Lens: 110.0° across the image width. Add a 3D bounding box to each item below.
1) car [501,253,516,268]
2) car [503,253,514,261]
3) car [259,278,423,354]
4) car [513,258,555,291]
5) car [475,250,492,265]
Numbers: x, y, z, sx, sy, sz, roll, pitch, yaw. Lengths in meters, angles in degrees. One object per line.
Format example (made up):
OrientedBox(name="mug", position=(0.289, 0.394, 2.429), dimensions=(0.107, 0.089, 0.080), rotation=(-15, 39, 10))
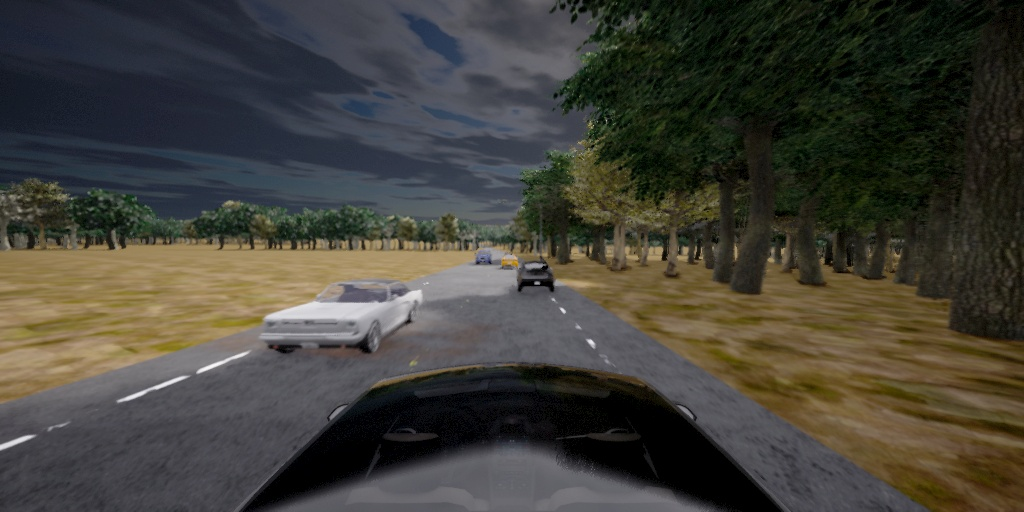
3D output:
OrientedBox(name="car", position=(-0.266, 0.599, 42.590), dimensions=(1.882, 1.535, 5.008), rotation=(0, 1, 0))
OrientedBox(name="car", position=(-0.645, 0.193, 65.224), dimensions=(1.837, 1.490, 4.892), rotation=(0, 1, -1))
OrientedBox(name="car", position=(-3.609, 1.253, 8.583), dimensions=(1.895, 1.301, 4.718), rotation=(0, 1, 0))
OrientedBox(name="car", position=(1.169, 0.999, 19.221), dimensions=(1.837, 1.490, 4.892), rotation=(0, 1, 0))
OrientedBox(name="car", position=(-3.982, 0.186, 51.383), dimensions=(2.150, 2.045, 5.566), rotation=(0, 1, 0))
